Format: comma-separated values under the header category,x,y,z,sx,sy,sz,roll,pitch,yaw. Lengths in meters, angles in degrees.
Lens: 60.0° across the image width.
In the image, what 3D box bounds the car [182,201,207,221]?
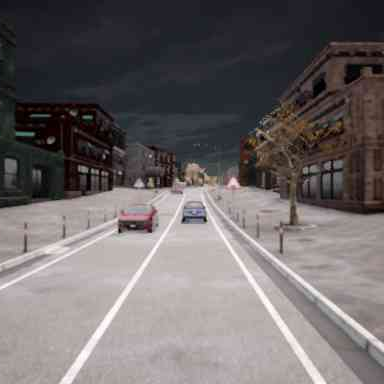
category,x,y,z,sx,sy,sz,roll,pitch,yaw
car,0.188,1.402,25.547,2.033,1.411,5.357,0,1,0

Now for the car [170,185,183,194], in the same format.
category,x,y,z,sx,sy,sz,roll,pitch,yaw
car,-2.796,-0.517,61.446,2.097,1.767,4.553,0,3,1

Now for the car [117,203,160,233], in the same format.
category,x,y,z,sx,sy,sz,roll,pitch,yaw
car,-3.035,1.435,19.571,1.882,1.535,5.008,0,1,0
